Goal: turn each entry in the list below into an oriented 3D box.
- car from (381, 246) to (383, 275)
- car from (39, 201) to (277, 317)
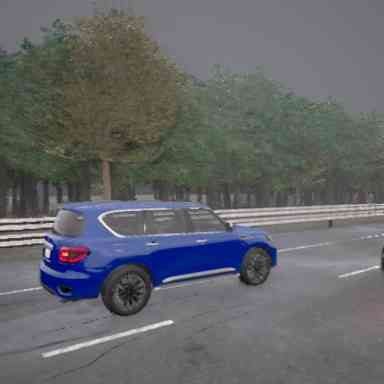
[{"bbox_3d":[6.707,1.509,8.529,4.892,1.490,1.837,0,0,-36],"label":"car"},{"bbox_3d":[-0.485,1.222,7.698,5.566,2.045,2.150,0,0,-36],"label":"car"}]
